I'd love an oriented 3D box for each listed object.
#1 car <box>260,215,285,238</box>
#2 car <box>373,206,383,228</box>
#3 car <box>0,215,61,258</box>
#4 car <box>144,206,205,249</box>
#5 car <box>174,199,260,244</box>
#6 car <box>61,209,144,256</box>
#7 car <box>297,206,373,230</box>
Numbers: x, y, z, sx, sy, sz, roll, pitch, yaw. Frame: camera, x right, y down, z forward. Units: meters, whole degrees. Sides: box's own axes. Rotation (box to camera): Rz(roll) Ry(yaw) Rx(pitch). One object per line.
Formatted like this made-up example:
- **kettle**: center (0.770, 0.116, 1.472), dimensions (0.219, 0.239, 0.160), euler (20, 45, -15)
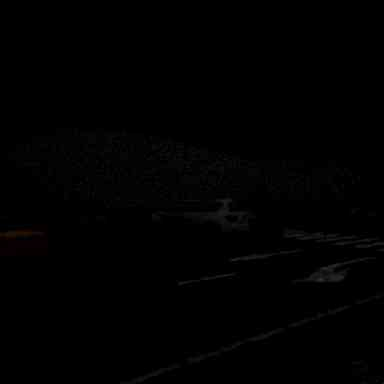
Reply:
- **car**: center (2.670, 1.652, 18.556), dimensions (4.892, 1.521, 2.231), euler (-1, -2, 34)
- **car**: center (12.537, 1.829, 25.366), dimensions (5.366, 1.575, 1.946), euler (0, -2, 34)
- **car**: center (-7.195, 1.502, 11.725), dimensions (5.366, 1.575, 1.946), euler (-1, -1, 34)
- **car**: center (-2.186, 1.573, 15.090), dimensions (5.008, 1.535, 2.097), euler (-1, -2, 35)
- **car**: center (0.217, 1.359, 16.832), dimensions (5.566, 2.045, 2.435), euler (-1, -1, 35)
- **car**: center (-4.609, 1.539, 13.347), dimensions (4.892, 1.521, 2.231), euler (-1, -1, 34)
- **car**: center (9.957, 1.825, 23.734), dimensions (4.674, 1.452, 2.002), euler (-1, -1, 35)
